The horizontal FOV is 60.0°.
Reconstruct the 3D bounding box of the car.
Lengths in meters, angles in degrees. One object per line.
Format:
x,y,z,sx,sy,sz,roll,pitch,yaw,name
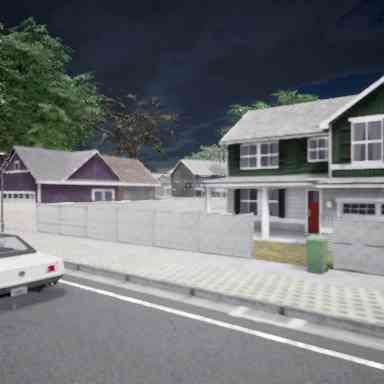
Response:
-5.094,1.596,7.631,4.718,1.301,1.895,0,0,36,car
